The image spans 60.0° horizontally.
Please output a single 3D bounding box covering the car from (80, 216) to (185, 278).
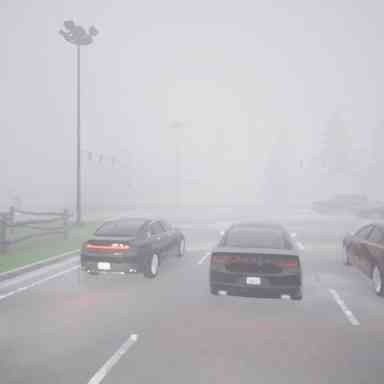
[{"bbox_3d":[-1.549,1.503,10.237,1.837,1.490,4.892,0,0,13],"label":"car"}]

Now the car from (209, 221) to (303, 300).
[{"bbox_3d":[1.660,1.476,8.520,1.882,1.535,5.008,0,0,12],"label":"car"}]

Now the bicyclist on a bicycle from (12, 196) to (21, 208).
[{"bbox_3d":[-22.792,1.296,43.750,0.582,1.620,1.656,0,0,-8],"label":"bicyclist on a bicycle"}]

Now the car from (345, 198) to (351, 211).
[{"bbox_3d":[16.934,1.498,29.996,4.892,1.490,1.837,0,0,7],"label":"car"}]

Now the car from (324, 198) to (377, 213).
[{"bbox_3d":[17.487,1.470,36.972,5.008,1.535,1.882,0,0,7],"label":"car"}]

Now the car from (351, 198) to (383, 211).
[{"bbox_3d":[15.879,1.472,26.601,5.008,1.535,1.882,0,0,7],"label":"car"}]

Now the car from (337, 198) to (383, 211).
[{"bbox_3d":[20.459,1.469,40.146,5.008,1.535,1.882,0,0,7],"label":"car"}]

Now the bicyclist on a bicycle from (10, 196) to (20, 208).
[{"bbox_3d":[-23.233,1.296,43.684,0.582,1.620,1.656,0,0,-9],"label":"bicyclist on a bicycle"}]

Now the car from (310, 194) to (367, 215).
[{"bbox_3d":[14.990,1.214,33.745,5.566,2.045,2.150,0,0,6],"label":"car"}]

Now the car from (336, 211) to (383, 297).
[{"bbox_3d":[5.216,1.476,8.395,1.882,1.535,5.008,0,0,12],"label":"car"}]
